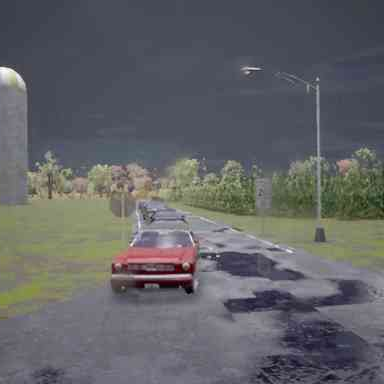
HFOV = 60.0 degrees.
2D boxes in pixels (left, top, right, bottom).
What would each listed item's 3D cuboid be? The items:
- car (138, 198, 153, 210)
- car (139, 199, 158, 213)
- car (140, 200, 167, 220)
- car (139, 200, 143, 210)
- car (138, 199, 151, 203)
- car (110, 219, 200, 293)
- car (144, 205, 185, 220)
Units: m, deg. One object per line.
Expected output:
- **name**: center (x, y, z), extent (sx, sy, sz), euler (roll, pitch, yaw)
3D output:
- **car**: center (-6.744, 1.703, 48.169), extent (1.882, 1.535, 5.008), euler (-1, 0, -11)
- **car**: center (-5.618, 1.689, 42.084), extent (2.128, 1.511, 4.902), euler (-1, 0, -10)
- **car**: center (-2.311, 1.604, 23.445), extent (2.128, 1.511, 4.902), euler (-1, 0, -10)
- **car**: center (-3.425, 1.705, 29.866), extent (1.994, 1.385, 4.181), euler (-1, 0, -10)
- **car**: center (-4.463, 1.715, 35.732), extent (2.033, 1.411, 5.357), euler (-1, 0, -10)
- **car**: center (-0.754, 1.662, 9.151), extent (1.895, 1.301, 4.718), euler (-1, 0, 2)
- **car**: center (-1.358, 1.651, 17.799), extent (1.994, 1.385, 4.181), euler (-1, 0, -10)
